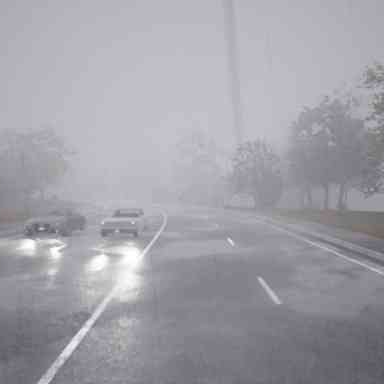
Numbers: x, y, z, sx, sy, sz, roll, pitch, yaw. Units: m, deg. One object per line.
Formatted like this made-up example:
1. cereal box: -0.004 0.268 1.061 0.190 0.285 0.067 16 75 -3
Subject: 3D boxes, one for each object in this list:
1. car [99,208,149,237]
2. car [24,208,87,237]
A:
1. car: -3.566 1.568 18.095 1.895 1.301 4.718 0 0 0
2. car: -7.070 1.531 17.634 1.994 1.385 4.181 0 0 0
